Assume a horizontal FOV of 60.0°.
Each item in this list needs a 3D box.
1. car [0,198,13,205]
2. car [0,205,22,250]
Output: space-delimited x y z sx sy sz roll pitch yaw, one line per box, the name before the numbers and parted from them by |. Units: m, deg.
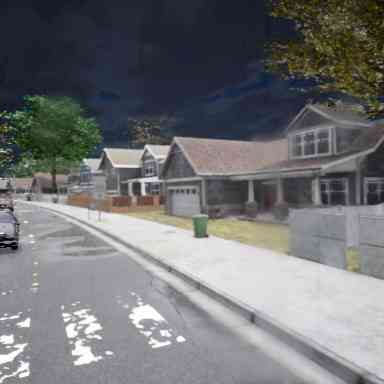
car | -20.280 1.311 35.565 1.994 1.385 4.181 -1 1 -32
car | -8.188 1.488 13.776 2.033 1.411 5.357 -1 1 -27
